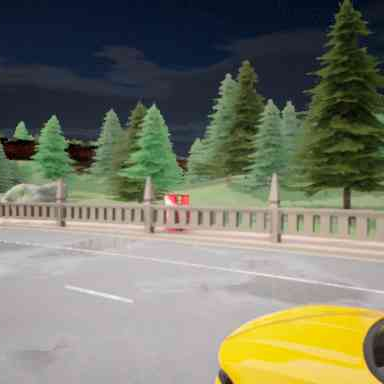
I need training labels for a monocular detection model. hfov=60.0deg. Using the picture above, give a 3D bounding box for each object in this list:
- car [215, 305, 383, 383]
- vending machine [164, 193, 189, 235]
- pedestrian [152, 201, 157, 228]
[{"bbox_3d":[2.481,1.466,2.051,5.008,1.535,1.882,0,0,36],"label":"car"},{"bbox_3d":[-0.819,1.127,17.743,0.880,2.100,1.100,0,0,30],"label":"vending machine"},{"bbox_3d":[-2.198,1.074,18.138,0.375,1.860,0.375,0,0,29],"label":"pedestrian"}]
